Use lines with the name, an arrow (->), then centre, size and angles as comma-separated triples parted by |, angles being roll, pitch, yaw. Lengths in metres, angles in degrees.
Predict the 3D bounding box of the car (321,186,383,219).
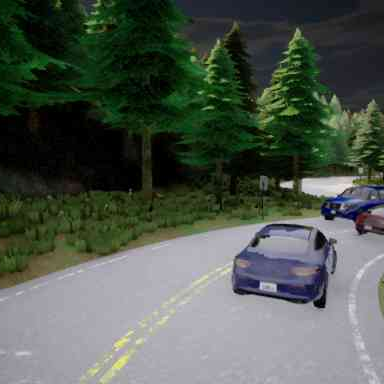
car -> 10.247, 0.699, 20.008 | 5.566, 2.045, 2.150 | -2, 5, -32

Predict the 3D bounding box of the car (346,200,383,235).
car -> 9.578, 1.329, 15.706 | 4.674, 1.442, 1.812 | -2, 5, -34

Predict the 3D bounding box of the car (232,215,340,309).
car -> 2.356, 1.486, 7.956 | 1.812, 1.442, 4.674 | 2, 2, 26
